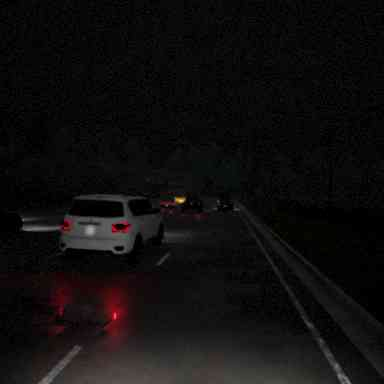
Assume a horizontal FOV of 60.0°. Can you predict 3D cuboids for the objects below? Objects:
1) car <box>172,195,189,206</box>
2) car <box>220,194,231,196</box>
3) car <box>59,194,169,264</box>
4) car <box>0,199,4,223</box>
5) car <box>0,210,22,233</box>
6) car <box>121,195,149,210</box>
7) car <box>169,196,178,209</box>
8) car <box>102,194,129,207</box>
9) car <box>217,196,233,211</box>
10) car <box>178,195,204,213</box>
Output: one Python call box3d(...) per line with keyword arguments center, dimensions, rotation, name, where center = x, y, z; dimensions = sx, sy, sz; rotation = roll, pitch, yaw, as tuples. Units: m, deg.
box3d(center=(-1.749, 1.289, 52.936), dimensions=(1.882, 1.535, 5.008), rotation=(2, 0, 6), name="car")
box3d(center=(5.263, 1.291, 52.407), dimensions=(2.150, 2.045, 5.566), rotation=(2, 0, 6), name="car")
box3d(center=(-2.476, 1.101, 11.628), dimensions=(2.150, 2.045, 5.566), rotation=(2, 0, 6), name="car")
box3d(center=(-12.391, 1.066, 17.793), dimensions=(1.994, 1.385, 4.181), rotation=(2, 0, 6), name="car")
box3d(center=(-9.260, 1.152, 14.120), dimensions=(1.812, 1.442, 4.674), rotation=(2, 0, 6), name="car")
box3d(center=(-6.615, 1.142, 39.194), dimensions=(1.882, 1.535, 5.008), rotation=(2, 0, 6), name="car")
box3d(center=(-2.820, 1.397, 42.833), dimensions=(1.895, 1.301, 4.718), rotation=(2, 0, 6), name="car")
box3d(center=(-9.747, 1.019, 42.838), dimensions=(1.882, 1.535, 5.008), rotation=(2, 0, 6), name="car")
box3d(center=(4.154, 1.619, 41.422), dimensions=(1.994, 1.385, 4.181), rotation=(2, 0, 7), name="car")
box3d(center=(0.157, 1.271, 36.668), dimensions=(2.097, 1.767, 4.553), rotation=(2, 0, 6), name="car")
